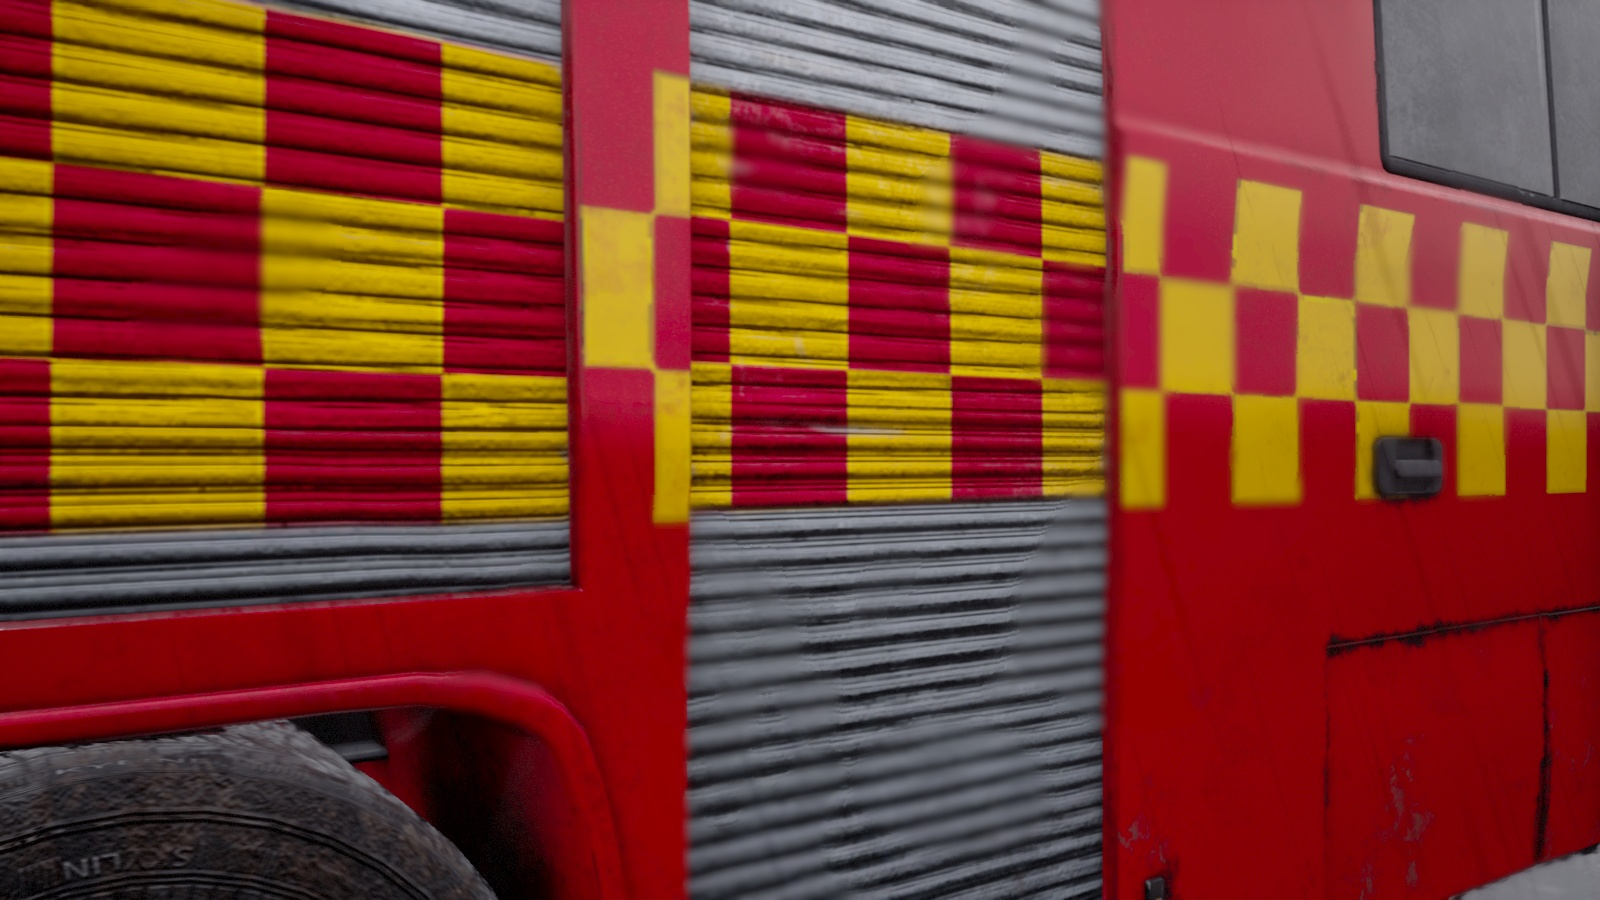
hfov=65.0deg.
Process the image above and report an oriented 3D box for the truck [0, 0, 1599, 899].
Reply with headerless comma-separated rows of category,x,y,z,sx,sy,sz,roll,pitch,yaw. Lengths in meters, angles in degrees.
truck,0.625,-0.412,4.098,8.468,3.827,2.891,0,0,-35
